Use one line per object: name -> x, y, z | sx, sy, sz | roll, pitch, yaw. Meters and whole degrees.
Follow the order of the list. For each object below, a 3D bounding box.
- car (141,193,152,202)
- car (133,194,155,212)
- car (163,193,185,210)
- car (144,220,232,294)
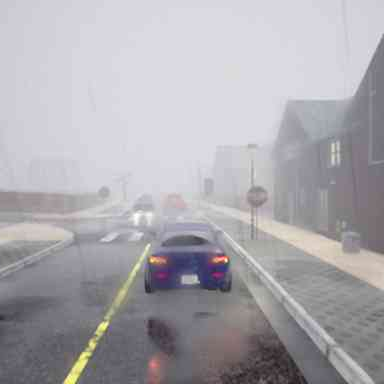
car -> -7.641, 0.859, 55.719 | 1.812, 1.442, 4.674 | 0, 1, -9
car -> -4.562, 1.184, 31.965 | 1.994, 1.385, 4.181 | 0, 1, -6
car -> -1.944, 0.936, 35.355 | 2.097, 1.767, 4.553 | 0, 1, -6
car -> -0.136, 1.425, 8.437 | 1.812, 1.442, 4.674 | 0, 1, -2
